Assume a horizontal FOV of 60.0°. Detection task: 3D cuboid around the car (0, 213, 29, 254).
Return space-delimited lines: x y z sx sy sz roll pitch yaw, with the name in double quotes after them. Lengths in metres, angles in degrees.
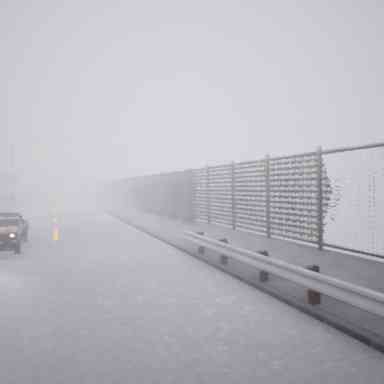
-7.337 1.497 12.560 1.895 1.301 4.718 -2 1 -22 "car"
